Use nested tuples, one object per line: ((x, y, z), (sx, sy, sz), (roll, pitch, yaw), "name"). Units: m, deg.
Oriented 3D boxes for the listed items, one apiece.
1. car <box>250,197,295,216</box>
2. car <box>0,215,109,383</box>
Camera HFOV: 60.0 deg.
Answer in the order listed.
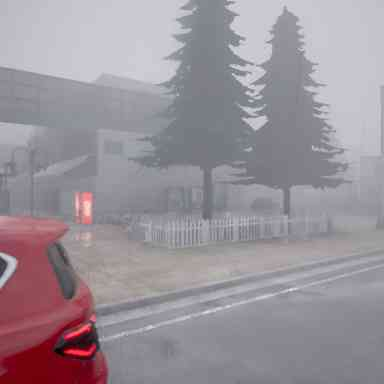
((7.929, 1.327, 32.891), (2.097, 1.767, 4.553), (0, 0, -34), "car")
((-3.248, 1.222, 1.663), (5.566, 2.045, 2.150), (0, 0, -35), "car")
